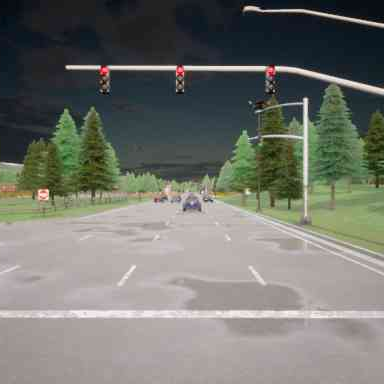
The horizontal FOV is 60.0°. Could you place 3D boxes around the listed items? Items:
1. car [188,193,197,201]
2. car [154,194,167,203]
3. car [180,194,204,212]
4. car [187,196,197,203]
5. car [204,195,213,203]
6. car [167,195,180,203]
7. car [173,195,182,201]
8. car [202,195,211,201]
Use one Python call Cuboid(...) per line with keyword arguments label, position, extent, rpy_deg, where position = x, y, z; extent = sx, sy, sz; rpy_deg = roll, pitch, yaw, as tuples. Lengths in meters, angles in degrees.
Cuboid(label="car", position=(0.016, 1.188, 80.753), extent=(2.097, 1.767, 4.553), rpy_deg=(0, 0, 0))
Cuboid(label="car", position=(-6.986, 1.517, 70.781), extent=(1.812, 1.442, 4.674), rpy_deg=(0, 0, 0))
Cuboid(label="car", position=(0.008, 1.352, 39.720), extent=(2.097, 1.767, 4.553), rpy_deg=(0, 0, 0))
Cuboid(label="car", position=(0.014, 1.544, 70.746), extent=(1.994, 1.385, 4.181), rpy_deg=(0, 0, 0))
Cuboid(label="car", position=(3.514, 1.588, 70.809), extent=(1.895, 1.301, 4.718), rpy_deg=(0, 0, 0))
Cuboid(label="car", position=(-3.486, 1.531, 70.363), extent=(2.033, 1.411, 5.357), rpy_deg=(0, 0, 0))
Cuboid(label="car", position=(-3.484, 1.372, 80.783), extent=(2.033, 1.411, 5.357), rpy_deg=(0, 0, 0))
Cuboid(label="car", position=(3.516, 1.372, 80.782), extent=(2.033, 1.411, 5.357), rpy_deg=(0, 0, 0))
